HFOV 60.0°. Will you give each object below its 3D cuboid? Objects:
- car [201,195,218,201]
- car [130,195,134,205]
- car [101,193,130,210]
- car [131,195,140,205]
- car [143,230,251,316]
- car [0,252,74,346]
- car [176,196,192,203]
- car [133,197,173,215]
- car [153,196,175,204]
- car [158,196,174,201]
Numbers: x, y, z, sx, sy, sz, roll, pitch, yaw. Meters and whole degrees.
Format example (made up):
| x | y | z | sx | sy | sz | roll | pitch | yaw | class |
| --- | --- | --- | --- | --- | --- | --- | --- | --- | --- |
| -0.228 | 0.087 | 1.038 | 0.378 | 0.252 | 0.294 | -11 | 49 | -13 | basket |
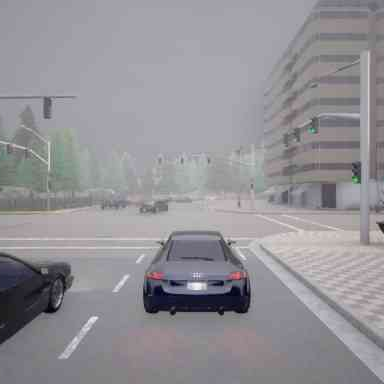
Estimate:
| x | y | z | sx | sy | sz | roll | pitch | yaw | class |
| --- | --- | --- | --- | --- | --- | --- | --- | --- | --- |
| 4.237 | 1.502 | 80.338 | 4.674 | 1.442 | 1.812 | 0 | 0 | -45 | car |
| -9.582 | 1.352 | 53.863 | 2.097 | 1.767 | 4.553 | 0 | 0 | 8 | car |
| -10.404 | 1.221 | 44.430 | 2.150 | 2.045 | 5.566 | 0 | 0 | 2 | car |
| -6.828 | 1.547 | 48.088 | 2.033 | 1.411 | 5.357 | 0 | 0 | 2 | car |
| 0.094 | 1.564 | 7.632 | 1.994 | 1.385 | 4.181 | 0 | 0 | 0 | car |
| -3.426 | 1.547 | 4.599 | 2.033 | 1.411 | 5.357 | 0 | 0 | 0 | car |
| -1.674 | 1.564 | 67.250 | 1.994 | 1.385 | 4.181 | 0 | 0 | 28 | car |
| -3.963 | 1.544 | 34.920 | 1.812 | 1.442 | 4.674 | 1 | 1 | 18 | car |
| -5.598 | 1.548 | 67.620 | 2.033 | 1.411 | 5.357 | 0 | 0 | 26 | car |
| -5.360 | 1.478 | 57.957 | 1.882 | 1.535 | 5.008 | 0 | 0 | 15 | car |
